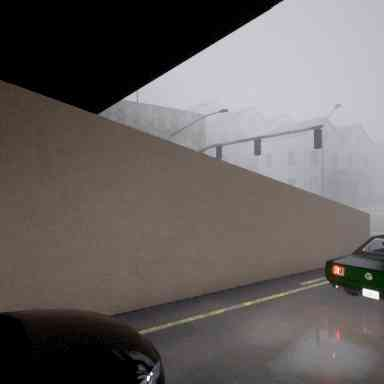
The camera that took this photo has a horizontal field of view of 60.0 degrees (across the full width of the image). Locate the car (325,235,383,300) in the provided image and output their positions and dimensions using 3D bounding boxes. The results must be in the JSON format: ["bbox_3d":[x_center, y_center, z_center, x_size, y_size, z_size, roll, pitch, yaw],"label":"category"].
[{"bbox_3d":[5.130,1.600,7.432,4.718,1.301,1.895,0,0,-35],"label":"car"}]

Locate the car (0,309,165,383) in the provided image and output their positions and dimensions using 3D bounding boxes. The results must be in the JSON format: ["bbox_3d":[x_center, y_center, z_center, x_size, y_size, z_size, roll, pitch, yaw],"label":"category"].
[{"bbox_3d":[-2.450,1.491,2.012,4.902,1.511,2.128,0,0,-35],"label":"car"}]
